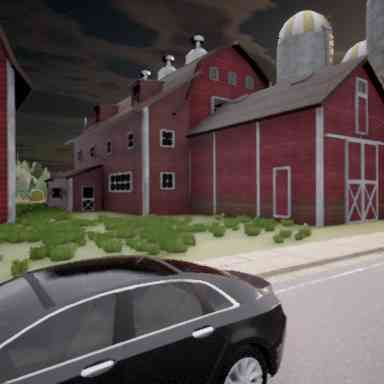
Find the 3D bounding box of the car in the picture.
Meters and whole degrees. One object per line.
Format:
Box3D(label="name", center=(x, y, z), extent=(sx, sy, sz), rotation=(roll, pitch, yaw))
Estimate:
Box3D(label="car", center=(-1.148, 1.498, 3.173), extent=(4.892, 1.490, 1.837), rotation=(-1, 0, -35))
